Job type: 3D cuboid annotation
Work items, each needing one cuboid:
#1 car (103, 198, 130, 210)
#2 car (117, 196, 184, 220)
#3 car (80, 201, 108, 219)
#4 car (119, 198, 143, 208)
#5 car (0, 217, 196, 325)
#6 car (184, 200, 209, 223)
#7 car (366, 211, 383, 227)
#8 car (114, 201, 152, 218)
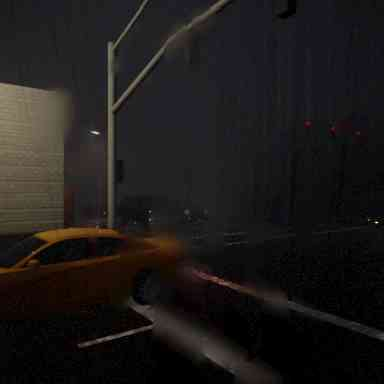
[{"bbox_3d":[-10.160,1.581,44.472,1.812,1.442,4.674,0,0,-36],"label":"car"},{"bbox_3d":[-3.126,1.277,22.321,2.150,2.045,5.566,0,0,-36],"label":"car"},{"bbox_3d":[-8.593,1.619,29.985,1.994,1.385,4.181,0,0,-35],"label":"car"},{"bbox_3d":[-9.080,1.582,49.019,1.812,1.442,4.674,0,0,-34],"label":"car"},{"bbox_3d":[-2.526,1.476,6.490,5.008,1.535,1.882,0,0,-36],"label":"car"},{"bbox_3d":[-0.759,1.407,25.034,2.097,1.767,4.553,0,0,-36],"label":"car"},{"bbox_3d":[13.665,1.545,21.023,4.892,1.490,1.837,0,3,2],"label":"car"},{"bbox_3d":[-5.780,1.619,32.062,1.994,1.385,4.181,0,0,-35],"label":"car"}]
